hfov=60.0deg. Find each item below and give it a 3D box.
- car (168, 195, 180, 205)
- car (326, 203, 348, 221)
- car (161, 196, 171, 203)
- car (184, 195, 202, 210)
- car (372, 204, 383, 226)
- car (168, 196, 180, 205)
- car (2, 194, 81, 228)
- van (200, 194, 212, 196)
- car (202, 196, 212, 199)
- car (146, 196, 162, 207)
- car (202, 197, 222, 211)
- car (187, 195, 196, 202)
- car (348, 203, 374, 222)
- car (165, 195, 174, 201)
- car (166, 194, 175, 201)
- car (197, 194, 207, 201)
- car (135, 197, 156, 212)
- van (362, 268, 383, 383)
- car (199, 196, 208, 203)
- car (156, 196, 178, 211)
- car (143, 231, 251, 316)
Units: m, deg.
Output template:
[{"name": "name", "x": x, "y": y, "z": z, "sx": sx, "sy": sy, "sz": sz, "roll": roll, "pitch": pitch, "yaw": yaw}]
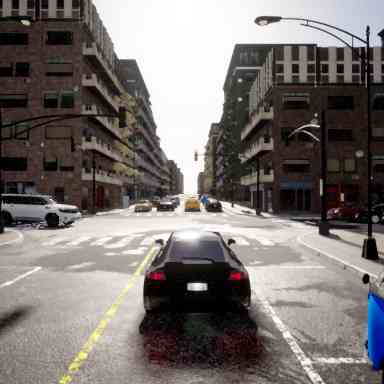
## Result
[{"name": "car", "x": -3.186, "y": 1.498, "z": 49.651, "sx": 1.882, "sy": 1.535, "sz": 5.008, "roll": 0, "pitch": 0, "yaw": 0}, {"name": "car", "x": 13.591, "y": 1.609, "z": 28.160, "sx": 4.097, "sy": 1.590, "sz": 1.967, "roll": 0, "pitch": -1, "yaw": 1}, {"name": "car", "x": -5.810, "y": 1.578, "z": 73.795, "sx": 1.887, "sy": 1.381, "sz": 4.507, "roll": 1, "pitch": 0, "yaw": 0}, {"name": "car", "x": 0.020, "y": 1.494, "z": 42.541, "sx": 1.882, "sy": 1.535, "sz": 5.008, "roll": 0, "pitch": 0, "yaw": 0}, {"name": "car", "x": 13.502, "y": 1.584, "z": 19.778, "sx": 4.313, "sy": 1.339, "sz": 1.947, "roll": 0, "pitch": -1, "yaw": 1}, {"name": "car", "x": -3.178, "y": 1.503, "z": 60.028, "sx": 1.882, "sy": 1.535, "sz": 5.008, "roll": 0, "pitch": 0, "yaw": 0}, {"name": "car", "x": -10.259, "y": 1.176, "z": 22.086, "sx": 5.566, "sy": 2.045, "sz": 2.150, "roll": 1, "pitch": -1, "yaw": 9}, {"name": "van", "x": 2.604, "y": 1.365, "z": 56.882, "sx": 1.690, "sy": 1.788, "sz": 3.998, "roll": 1, "pitch": 0, "yaw": 0}, {"name": "car", "x": 2.620, "y": 1.569, "z": 45.598, "sx": 2.008, "sy": 1.369, "sz": 4.403, "roll": 1, "pitch": 0, "yaw": 0}, {"name": "car", "x": -5.768, "y": 1.461, "z": 51.225, "sx": 1.967, "sy": 1.590, "sz": 4.097, "roll": 1, "pitch": 0, "yaw": 0}, {"name": "car", "x": 2.631, "y": 1.581, "z": 39.955, "sx": 1.947, "sy": 1.339, "sz": 4.313, "roll": 1, "pitch": 0, "yaw": 0}, {"name": "car", "x": -0.146, "y": 1.562, "z": 80.485, "sx": 2.128, "sy": 1.511, "sz": 4.902, "roll": 0, "pitch": 0, "yaw": 0}, {"name": "car", "x": 15.063, "y": 1.636, "z": 25.552, "sx": 4.892, "sy": 1.490, "sz": 1.837, "roll": 0, "pitch": -1, "yaw": 0}, {"name": "car", "x": -5.831, "y": 1.591, "z": 85.080, "sx": 2.008, "sy": 1.369, "sz": 4.403, "roll": 1, "pitch": 0, "yaw": 0}, {"name": "car", "x": -5.839, "y": 1.484, "z": 90.724, "sx": 1.967, "sy": 1.590, "sz": 4.097, "roll": 1, "pitch": 0, "yaw": 0}, {"name": "car", "x": 2.553, "y": 1.355, "z": 85.095, "sx": 2.192, "sy": 1.841, "sz": 5.009, "roll": 1, "pitch": 0, "yaw": 0}, {"name": "car", "x": -5.748, "y": 1.541, "z": 39.769, "sx": 1.752, "sy": 1.417, "sz": 4.829, "roll": 1, "pitch": 0, "yaw": 0}, {"name": "van", "x": 2.670, "y": 1.342, "z": 2.008, "sx": 1.690, "sy": 1.788, "sz": 3.998, "roll": 1, "pitch": 0, "yaw": 0}, {"name": "car", "x": 2.569, "y": 1.615, "z": 73.810, "sx": 1.802, "sy": 1.307, "sz": 4.206, "roll": 1, "pitch": 0, "yaw": 0}, {"name": "car", "x": -3.173, "y": 1.580, "z": 40.934, "sx": 1.994, "sy": 1.385, "sz": 4.181, "roll": 0, "pitch": 0, "yaw": 0}, {"name": "car", "x": 0.087, "y": 1.566, "z": 7.610, "sx": 1.994, "sy": 1.385, "sz": 4.181, "roll": 0, "pitch": 0, "yaw": 0}]
